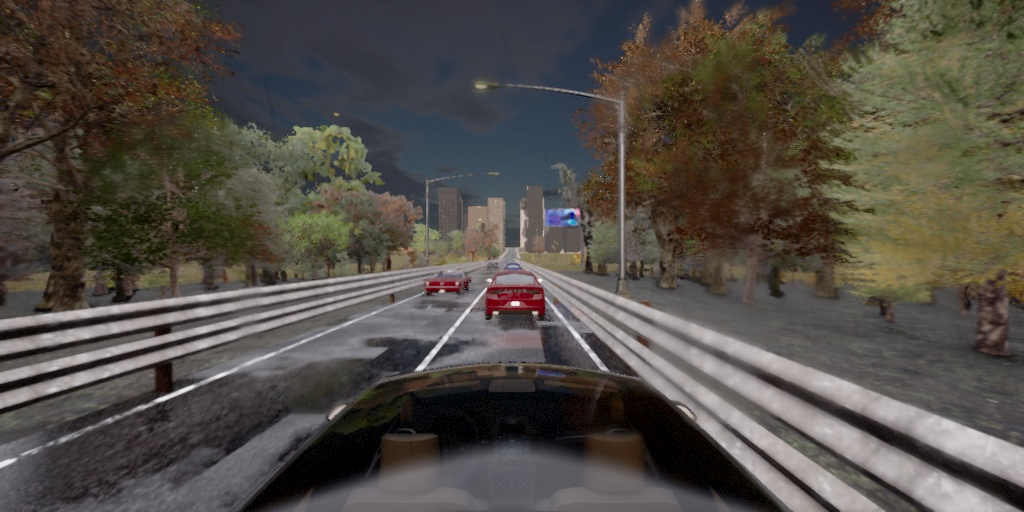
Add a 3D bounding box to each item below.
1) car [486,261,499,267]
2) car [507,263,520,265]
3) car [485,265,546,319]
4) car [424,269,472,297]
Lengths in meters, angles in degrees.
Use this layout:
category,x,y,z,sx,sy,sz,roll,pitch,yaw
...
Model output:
category,x,y,z,sx,sy,sz,roll,pitch,yaw
car,-3.301,1.582,61.765,1.994,1.385,4.181,0,0,1
car,0.108,1.398,33.571,1.812,1.442,4.674,0,0,0
car,0.103,1.246,12.895,1.882,1.535,5.008,0,0,0
car,-3.344,1.400,19.367,1.895,1.301,4.718,0,0,0
